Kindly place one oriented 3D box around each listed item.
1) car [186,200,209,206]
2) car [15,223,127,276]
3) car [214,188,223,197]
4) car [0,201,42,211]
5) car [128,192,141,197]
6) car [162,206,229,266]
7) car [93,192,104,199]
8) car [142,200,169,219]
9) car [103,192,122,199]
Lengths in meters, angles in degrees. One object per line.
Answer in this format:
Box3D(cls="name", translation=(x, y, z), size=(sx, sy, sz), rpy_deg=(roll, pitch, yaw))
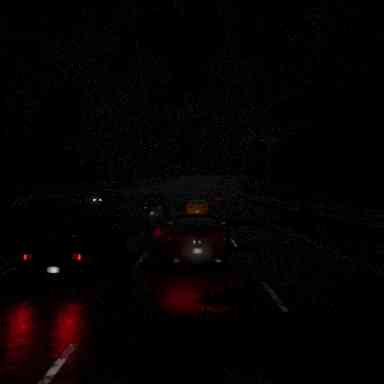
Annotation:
Box3D(cls="car", translation=(0.513, 1.415, 29.937), size=(1.882, 1.535, 5.008), rpy_deg=(0, 0, 1))
Box3D(cls="car", translation=(-3.339, 1.603, 10.285), size=(1.895, 1.301, 4.718), rpy_deg=(0, 0, 1))
Box3D(cls="car", translation=(6.241, 0.414, 79.330), size=(1.837, 1.490, 4.892), rpy_deg=(0, 2, 4))
Box3D(cls="car", translation=(-13.761, 1.479, 26.928), size=(1.812, 1.442, 4.674), rpy_deg=(0, 0, 1))
Box3D(cls="car", translation=(-11.942, 0.738, 69.163), size=(2.128, 1.511, 4.902), rpy_deg=(0, 1, 3))
Box3D(cls="car", translation=(0.177, 1.481, 11.645), size=(1.882, 1.535, 5.008), rpy_deg=(0, 0, 1))
Box3D(cls="car", translation=(-18.927, 0.742, 69.604), size=(2.033, 1.411, 5.357), rpy_deg=(0, 1, 3))
Box3D(cls="car", translation=(-3.031, 1.441, 28.226), size=(2.128, 1.511, 4.902), rpy_deg=(0, 0, 1))
Box3D(cls="car", translation=(-15.563, 0.791, 67.163), size=(2.033, 1.411, 5.357), rpy_deg=(0, 1, 3))
